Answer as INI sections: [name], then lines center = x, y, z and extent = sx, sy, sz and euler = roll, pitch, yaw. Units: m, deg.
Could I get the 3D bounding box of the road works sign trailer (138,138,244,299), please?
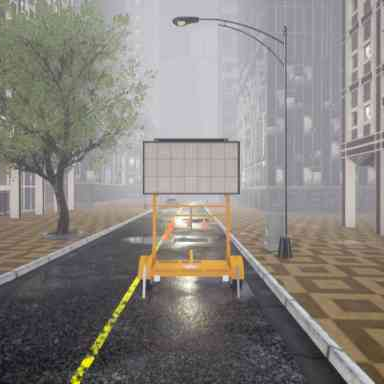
[road works sign trailer]
center = -0.018, 0.462, 8.392
extent = 2.380, 3.560, 2.880
euler = 0, 0, 0

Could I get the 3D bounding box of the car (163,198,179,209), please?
[car]
center = -2.849, 1.556, 45.150
extent = 1.812, 1.442, 4.674
euler = 0, 0, 0
